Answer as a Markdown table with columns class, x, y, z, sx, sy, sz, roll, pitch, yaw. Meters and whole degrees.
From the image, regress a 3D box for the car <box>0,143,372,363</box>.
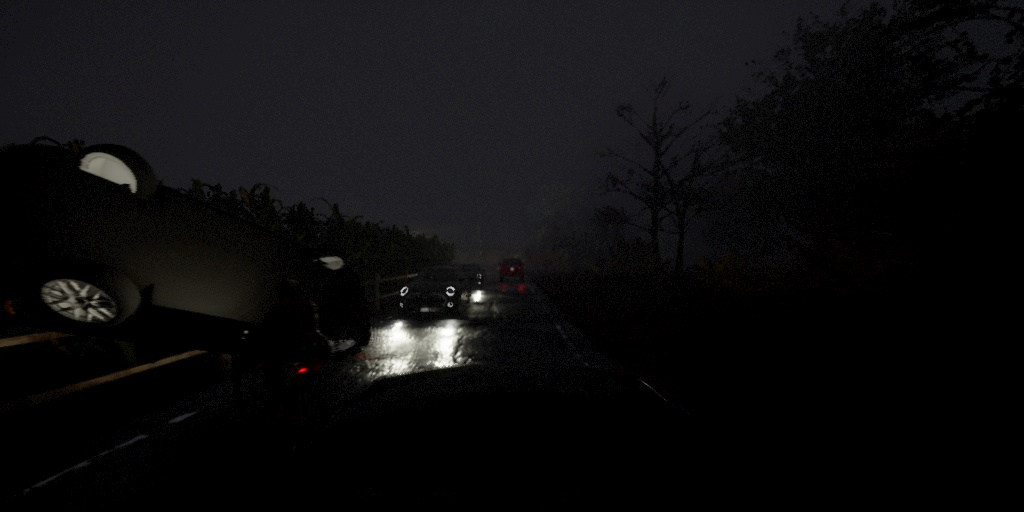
| class | x | y | z | sx | sy | sz | roll | pitch | yaw |
| --- | --- | --- | --- | --- | --- | --- | --- | --- | --- |
| car | -4.204 | 0.489 | 5.317 | 1.535 | 1.882 | 5.008 | -28 | -28 | 10 |

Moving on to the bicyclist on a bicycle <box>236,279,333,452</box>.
| class | x | y | z | sx | sy | sz | roll | pitch | yaw |
| --- | --- | --- | --- | --- | --- | --- | --- | --- | --- |
| bicyclist on a bicycle | -2.282 | 1.077 | 3.612 | 1.656 | 1.620 | 0.582 | 11 | 2 | 28 |

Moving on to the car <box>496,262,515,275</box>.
| class | x | y | z | sx | sy | sz | roll | pitch | yaw |
| --- | --- | --- | --- | --- | --- | --- | --- | --- | --- |
| car | -0.885 | 1.605 | 46.698 | 1.837 | 1.490 | 4.892 | 0 | 0 | -8 |

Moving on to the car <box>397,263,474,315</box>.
| class | x | y | z | sx | sy | sz | roll | pitch | yaw |
| --- | --- | --- | --- | --- | --- | --- | --- | --- | --- |
| car | -2.878 | 1.208 | 14.069 | 2.097 | 1.767 | 4.553 | 0 | -1 | 0 |

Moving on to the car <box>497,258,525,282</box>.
| class | x | y | z | sx | sy | sz | roll | pitch | yaw |
| --- | --- | --- | --- | --- | --- | --- | --- | --- | --- |
| car | 0.000 | 1.226 | 32.825 | 2.150 | 2.045 | 5.566 | 0 | -1 | -1 |

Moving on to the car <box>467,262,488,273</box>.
| class | x | y | z | sx | sy | sz | roll | pitch | yaw |
| --- | --- | --- | --- | --- | --- | --- | --- | --- | --- |
| car | -5.156 | 1.681 | 53.083 | 2.033 | 1.411 | 5.357 | 0 | 0 | -16 |

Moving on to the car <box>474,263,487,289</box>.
| class | x | y | z | sx | sy | sz | roll | pitch | yaw |
| --- | --- | --- | --- | --- | --- | --- | --- | --- | --- |
| car | -2.884 | 1.296 | 24.816 | 2.097 | 1.767 | 4.553 | 0 | 0 | 0 |
